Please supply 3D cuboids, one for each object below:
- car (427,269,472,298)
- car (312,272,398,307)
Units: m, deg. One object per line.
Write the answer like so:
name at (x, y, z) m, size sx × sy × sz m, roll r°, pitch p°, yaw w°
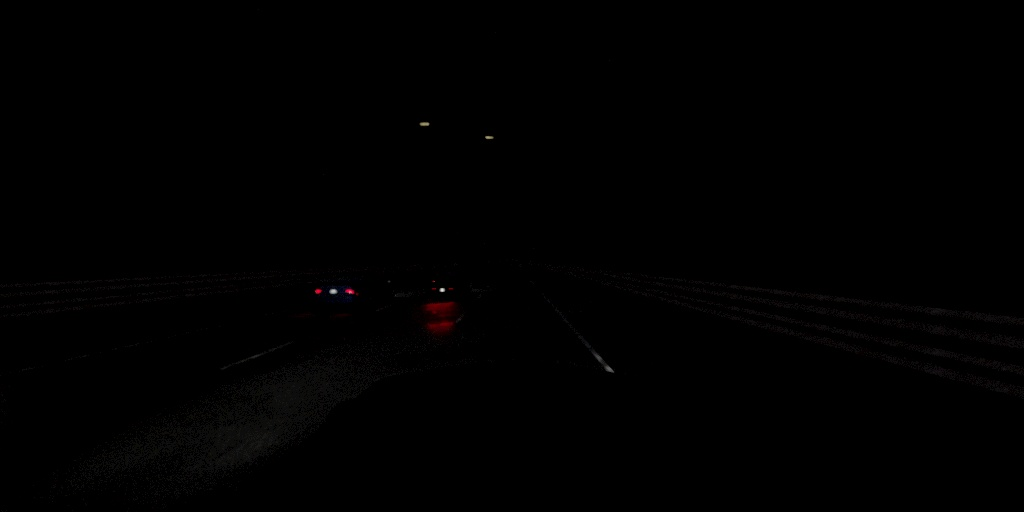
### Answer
car at (-3.403, 1.438, 19.919) m, size 1.837 × 1.490 × 4.892 m, roll 0°, pitch -1°, yaw 0°
car at (-6.903, 1.444, 16.362) m, size 2.033 × 1.411 × 5.357 m, roll 0°, pitch -1°, yaw 0°
